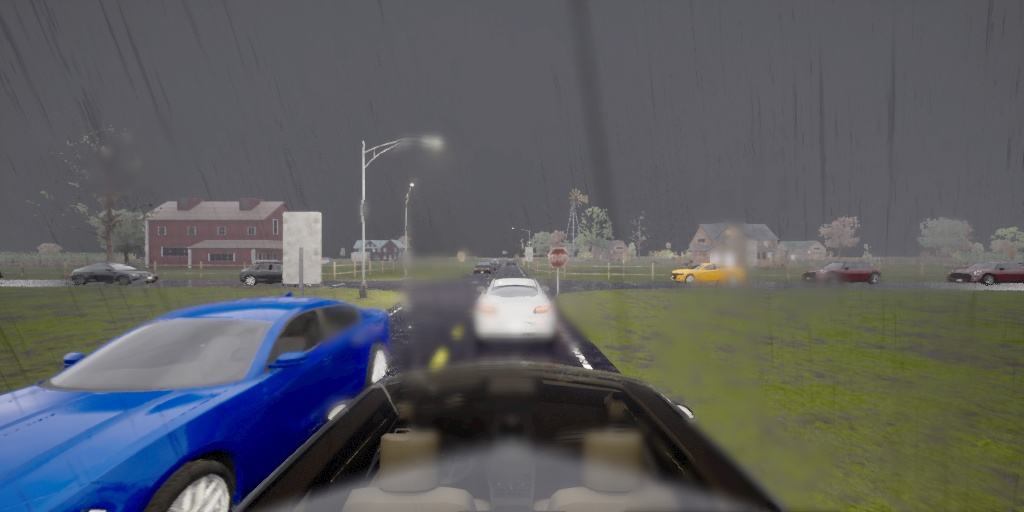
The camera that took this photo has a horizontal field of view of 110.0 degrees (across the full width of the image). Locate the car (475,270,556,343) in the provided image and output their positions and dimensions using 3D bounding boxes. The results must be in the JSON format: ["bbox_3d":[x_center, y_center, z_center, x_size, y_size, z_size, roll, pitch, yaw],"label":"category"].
[{"bbox_3d":[0.073,1.275,9.582,1.812,1.442,4.674,0,0,0],"label":"car"}]

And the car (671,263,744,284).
[{"bbox_3d":[14.515,1.273,26.775,5.008,1.535,1.882,0,0,0],"label":"car"}]

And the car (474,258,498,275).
[{"bbox_3d":[-3.015,1.288,39.635,2.033,1.411,5.357,0,0,1],"label":"car"}]

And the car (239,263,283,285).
[{"bbox_3d":[-15.370,1.210,23.889,4.892,1.490,1.837,0,0,1],"label":"car"}]

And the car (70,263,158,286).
[{"bbox_3d":[-26.556,1.198,23.989,4.674,1.442,1.812,0,0,0],"label":"car"}]

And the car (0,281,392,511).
[{"bbox_3d":[-2.859,1.227,3.784,1.882,1.535,5.008,0,0,0],"label":"car"}]

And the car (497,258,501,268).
[{"bbox_3d":[-3.012,1.283,49.709,2.033,1.411,5.357,0,0,0],"label":"car"}]

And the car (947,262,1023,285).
[{"bbox_3d":[35.544,1.237,26.680,4.553,1.767,2.097,1,0,0],"label":"car"}]

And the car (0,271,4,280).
[{"bbox_3d":[-37.495,1.246,24.038,4.718,1.301,1.895,0,0,0],"label":"car"}]

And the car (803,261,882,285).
[{"bbox_3d":[24.493,1.186,26.737,4.553,1.767,2.097,0,0,0],"label":"car"}]
